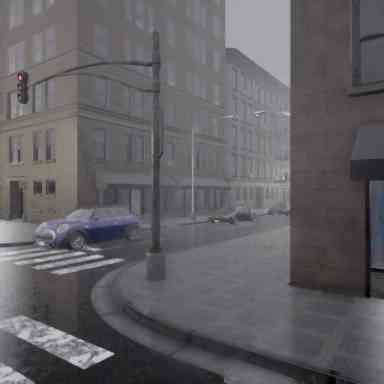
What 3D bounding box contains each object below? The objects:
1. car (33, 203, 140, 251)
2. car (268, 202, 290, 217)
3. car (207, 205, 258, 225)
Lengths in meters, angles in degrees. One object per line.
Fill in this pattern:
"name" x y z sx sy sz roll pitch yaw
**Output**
"car" -4.458 1.407 14.595 2.097 1.767 4.553 0 0 35
"car" 9.705 1.737 34.495 2.033 1.411 5.357 0 0 36
"car" 3.224 1.677 25.403 2.033 1.411 5.357 0 0 35
